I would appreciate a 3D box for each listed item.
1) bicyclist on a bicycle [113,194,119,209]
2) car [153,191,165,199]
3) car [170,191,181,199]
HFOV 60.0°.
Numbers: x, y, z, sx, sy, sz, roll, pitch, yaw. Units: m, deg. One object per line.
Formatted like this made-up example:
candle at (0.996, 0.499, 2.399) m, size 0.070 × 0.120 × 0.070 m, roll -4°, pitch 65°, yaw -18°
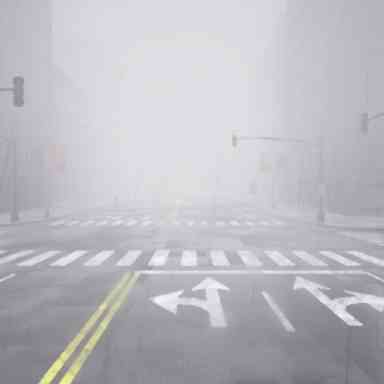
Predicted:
bicyclist on a bicycle at (-8.730, 1.085, 37.964) m, size 0.866 × 1.612 × 1.509 m, roll 0°, pitch 1°, yaw 0°
car at (-6.499, 0.576, 65.283) m, size 1.812 × 1.442 × 4.674 m, roll 0°, pitch 1°, yaw 0°
car at (-3.249, 0.541, 65.283) m, size 2.128 × 1.511 × 4.902 m, roll 0°, pitch 1°, yaw 0°
